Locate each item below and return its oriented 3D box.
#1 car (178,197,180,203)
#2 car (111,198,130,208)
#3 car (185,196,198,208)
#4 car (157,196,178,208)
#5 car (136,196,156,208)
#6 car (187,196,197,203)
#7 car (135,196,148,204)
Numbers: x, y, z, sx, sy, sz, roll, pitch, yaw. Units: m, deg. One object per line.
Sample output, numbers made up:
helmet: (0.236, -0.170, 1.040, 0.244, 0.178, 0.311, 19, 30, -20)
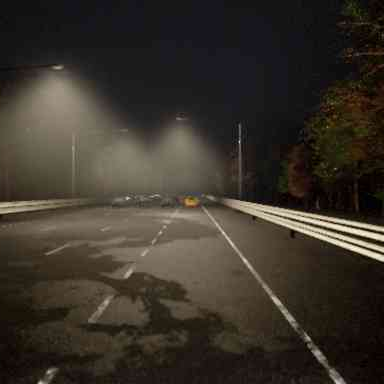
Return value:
car: (-3.546, 1.574, 70.511, 1.882, 1.535, 5.008, 0, 0, 0)
car: (-10.530, 1.593, 49.072, 2.033, 1.411, 5.357, 0, 0, 0)
car: (-0.029, 1.541, 49.264, 1.882, 1.535, 5.008, 0, 0, 0)
car: (-3.530, 1.605, 49.077, 2.033, 1.411, 5.357, 0, 0, 0)
car: (-7.029, 1.544, 49.237, 2.128, 1.511, 4.902, 0, 0, 0)
car: (-0.046, 1.642, 70.590, 2.033, 1.411, 5.357, 0, 0, 0)
car: (-10.545, 1.623, 69.904, 2.033, 1.411, 5.357, 0, 0, 0)
